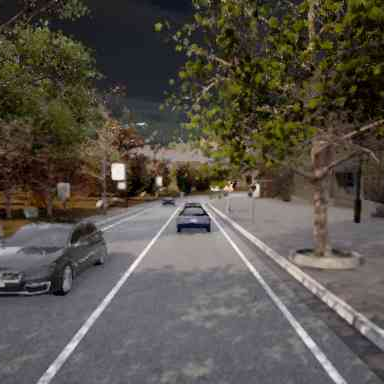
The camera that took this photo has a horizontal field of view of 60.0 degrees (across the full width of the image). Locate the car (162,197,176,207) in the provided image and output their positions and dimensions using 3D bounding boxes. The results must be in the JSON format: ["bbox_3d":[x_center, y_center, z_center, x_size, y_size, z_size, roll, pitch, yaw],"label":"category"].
[{"bbox_3d":[-3.527,1.453,51.026,2.033,1.411,5.357,0,0,1],"label":"car"}]

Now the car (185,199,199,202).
[{"bbox_3d":[0.091,1.526,40.463,1.895,1.301,4.718,0,0,0],"label":"car"}]

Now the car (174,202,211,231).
[{"bbox_3d":[0.096,1.526,20.254,1.994,1.385,4.181,0,0,0],"label":"car"}]

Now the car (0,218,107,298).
[{"bbox_3d":[-3.602,1.489,8.680,1.837,1.490,4.892,0,0,0],"label":"car"}]
